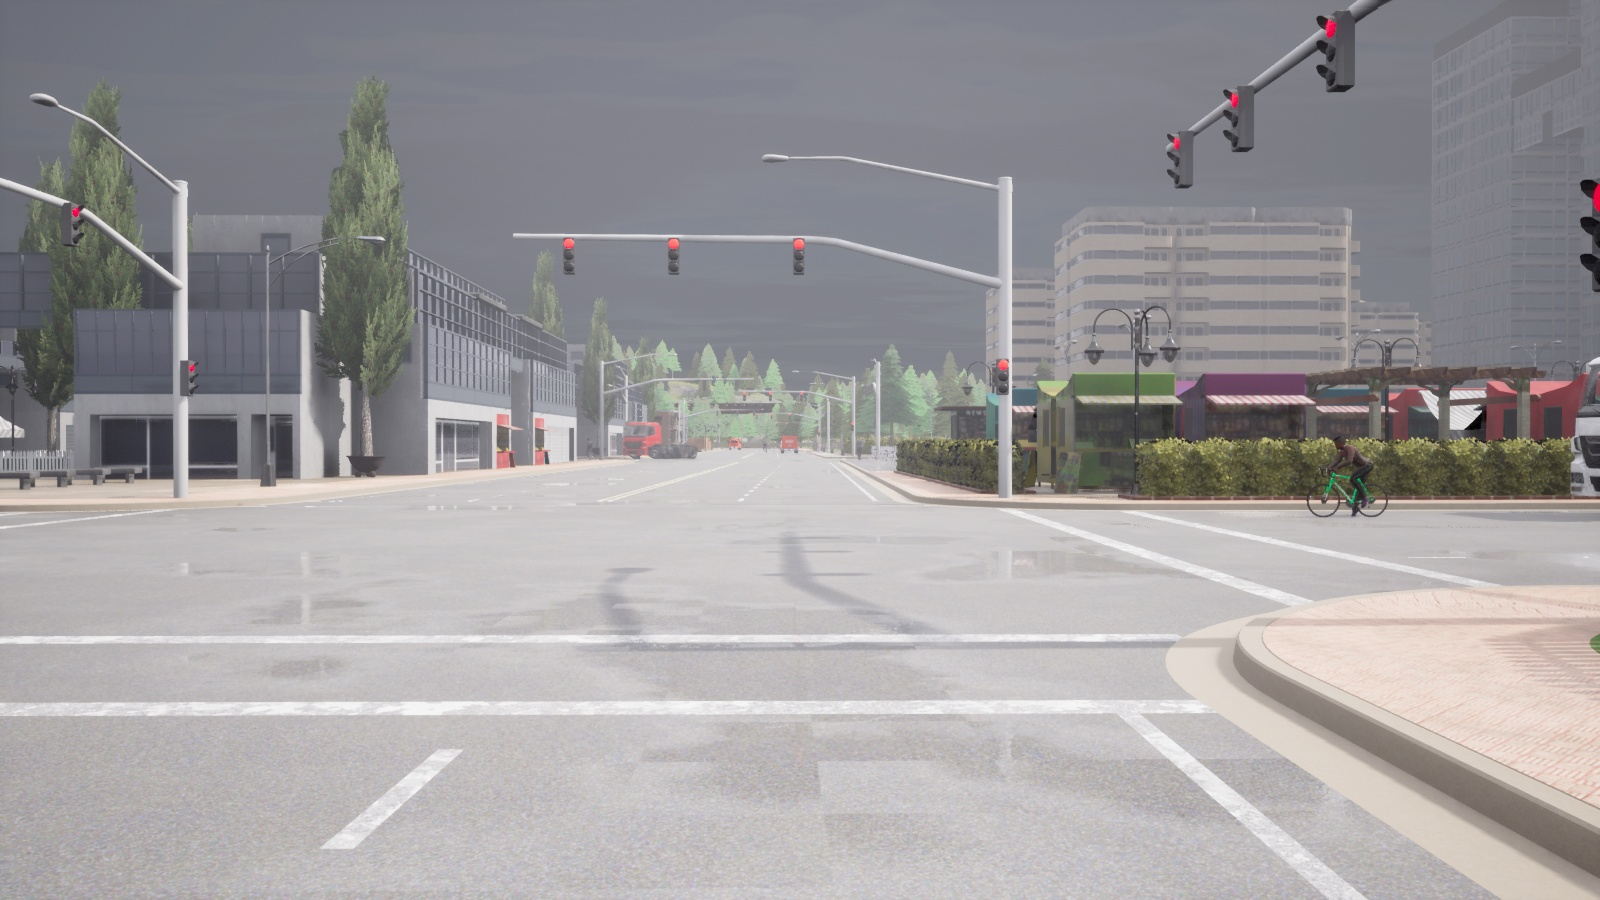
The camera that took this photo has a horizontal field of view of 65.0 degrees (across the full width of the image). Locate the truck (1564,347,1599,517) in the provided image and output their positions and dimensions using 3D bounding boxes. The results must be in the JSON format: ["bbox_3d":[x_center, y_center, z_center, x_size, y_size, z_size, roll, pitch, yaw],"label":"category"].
[{"bbox_3d":[20.193,-0.362,25.251,7.936,3.462,2.891,0,0,-1],"label":"truck"}]

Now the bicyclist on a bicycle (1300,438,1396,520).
[{"bbox_3d":[10.932,0.567,25.075,1.656,1.620,0.582,0,0,-1],"label":"bicyclist on a bicycle"}]
